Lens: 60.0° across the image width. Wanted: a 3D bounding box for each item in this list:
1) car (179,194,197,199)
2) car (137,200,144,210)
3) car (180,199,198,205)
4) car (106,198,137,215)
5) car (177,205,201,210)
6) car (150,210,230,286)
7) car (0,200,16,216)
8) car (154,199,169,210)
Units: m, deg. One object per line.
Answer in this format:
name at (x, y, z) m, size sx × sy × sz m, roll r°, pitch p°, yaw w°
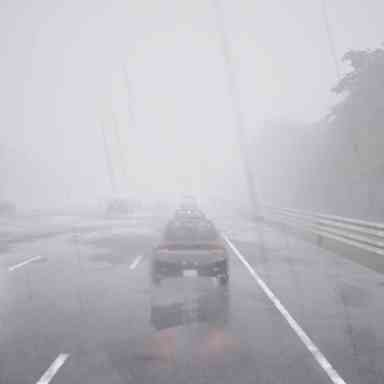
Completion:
car at (-0.540, 1.300, 43.957) m, size 2.150 × 2.045 × 5.566 m, roll 0°, pitch 0°, yaw -2°
car at (-7.564, 1.664, 44.663) m, size 1.895 × 1.301 × 4.718 m, roll 0°, pitch 0°, yaw -1°
car at (-0.265, 1.586, 26.993) m, size 2.033 × 1.411 × 5.357 m, roll 0°, pitch 0°, yaw -1°
car at (-7.311, 1.392, 34.137) m, size 2.097 × 1.767 × 4.553 m, roll 0°, pitch 0°, yaw -1°
car at (-0.141, 1.624, 18.747) m, size 1.895 × 1.301 × 4.718 m, roll 0°, pitch 0°, yaw -1°
car at (-0.049, 1.501, 9.439) m, size 2.128 × 1.511 × 4.902 m, roll 0°, pitch 0°, yaw 0°
car at (-17.884, 1.504, 30.149) m, size 2.128 × 1.511 × 4.902 m, roll 0°, pitch 0°, yaw -1°
car at (-4.068, 1.618, 44.958) m, size 2.033 × 1.411 × 5.357 m, roll 0°, pitch 0°, yaw -2°
